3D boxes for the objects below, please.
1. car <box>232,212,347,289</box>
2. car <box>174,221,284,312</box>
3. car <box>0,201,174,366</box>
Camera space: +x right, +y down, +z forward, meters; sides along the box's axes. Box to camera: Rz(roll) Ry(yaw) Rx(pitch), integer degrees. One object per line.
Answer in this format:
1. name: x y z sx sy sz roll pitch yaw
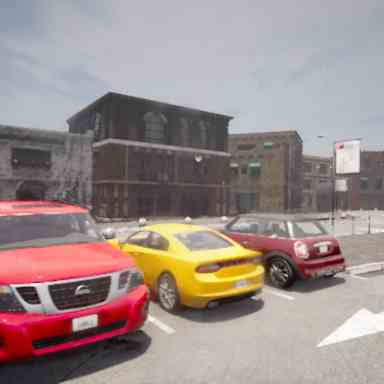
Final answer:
1. car: 1.945 1.401 9.747 2.185 1.767 4.553 0 0 -36
2. car: -0.538 1.506 8.000 2.097 1.535 5.008 0 0 -36
3. car: -2.895 1.236 6.281 2.435 2.045 5.566 0 0 -35
